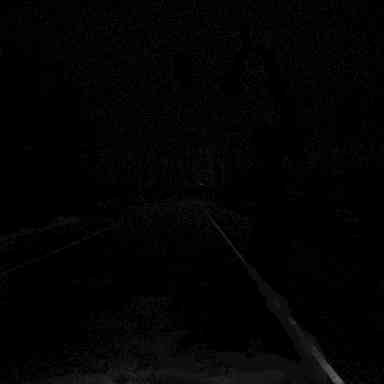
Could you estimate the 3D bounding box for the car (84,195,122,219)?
[{"bbox_3d":[-7.738,1.254,28.691,1.905,1.878,3.866,8,-4,-42],"label":"car"}]
